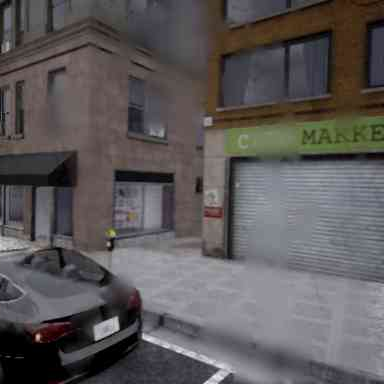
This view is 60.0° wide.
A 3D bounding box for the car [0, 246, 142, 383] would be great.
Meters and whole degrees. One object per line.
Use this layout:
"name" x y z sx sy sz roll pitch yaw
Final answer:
"car" -2.616 1.466 4.800 4.313 1.339 1.947 1 2 35
